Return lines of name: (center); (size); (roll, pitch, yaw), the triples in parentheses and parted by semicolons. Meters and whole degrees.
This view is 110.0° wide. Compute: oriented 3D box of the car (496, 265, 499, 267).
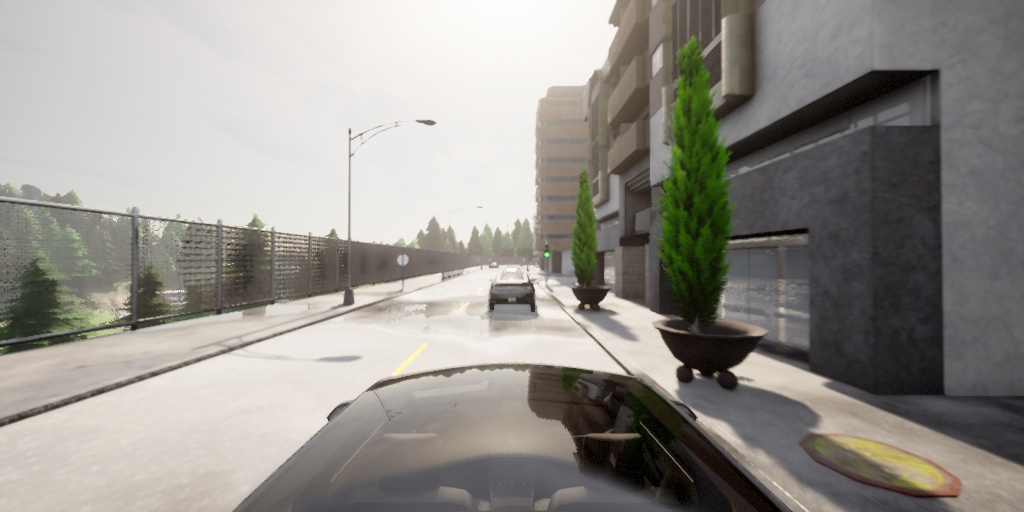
car: (0.008, 1.602, 29.348); (2.033, 1.411, 5.357); (0, -1, 0)

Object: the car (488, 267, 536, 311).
car: (0.015, 1.393, 15.343); (2.128, 1.511, 4.902); (0, 0, 0)
